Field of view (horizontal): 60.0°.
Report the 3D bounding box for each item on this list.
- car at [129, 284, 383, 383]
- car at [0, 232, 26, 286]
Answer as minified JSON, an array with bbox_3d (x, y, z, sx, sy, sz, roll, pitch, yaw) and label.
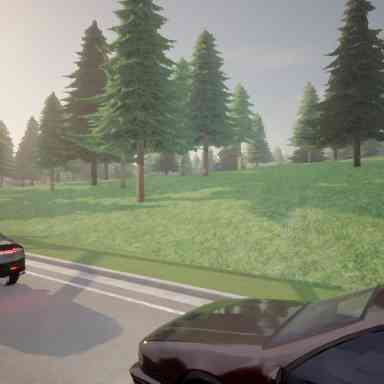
[{"bbox_3d":[1.975,1.547,2.583,5.357,1.411,2.033,0,0,35],"label":"car"},{"bbox_3d":[-6.015,1.492,8.174,4.902,1.511,2.128,0,0,36],"label":"car"}]
